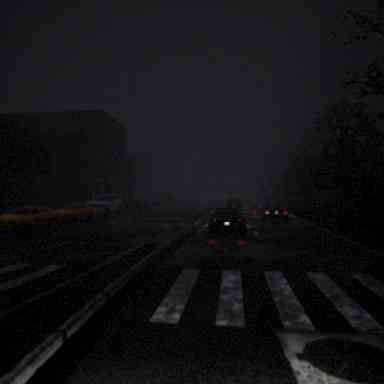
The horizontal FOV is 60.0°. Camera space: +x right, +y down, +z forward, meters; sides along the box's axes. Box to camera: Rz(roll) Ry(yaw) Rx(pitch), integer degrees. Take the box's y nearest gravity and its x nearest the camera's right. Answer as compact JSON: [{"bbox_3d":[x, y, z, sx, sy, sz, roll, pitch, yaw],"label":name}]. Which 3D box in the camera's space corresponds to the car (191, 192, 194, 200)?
[{"bbox_3d":[-1.476,1.243,80.066,2.185,1.767,4.553,0,0,8],"label":"car"}]

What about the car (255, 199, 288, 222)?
[{"bbox_3d":[6.281,1.504,25.882,2.033,1.411,5.357,0,0,8],"label":"car"}]

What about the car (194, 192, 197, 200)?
[{"bbox_3d":[-0.755,1.358,85.325,1.946,1.575,5.366,0,0,8],"label":"car"}]

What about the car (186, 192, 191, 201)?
[{"bbox_3d":[-2.255,1.373,74.377,1.946,1.575,5.366,0,0,8],"label":"car"}]

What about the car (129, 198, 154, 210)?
[{"bbox_3d":[-6.719,1.452,41.811,2.163,1.488,4.792,0,0,8],"label":"car"}]

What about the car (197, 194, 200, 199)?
[{"bbox_3d":[0.015,1.101,90.955,2.435,2.045,5.566,0,0,8],"label":"car"}]

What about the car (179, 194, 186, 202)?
[{"bbox_3d":[-3.242,1.387,67.576,2.231,1.521,4.892,0,0,9],"label":"car"}]

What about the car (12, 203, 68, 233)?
[{"bbox_3d":[-9.753,1.451,19.637,1.946,1.575,5.366,0,0,8],"label":"car"}]

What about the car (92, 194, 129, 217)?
[{"bbox_3d":[-8.213,1.187,30.866,2.435,2.045,5.566,0,0,8],"label":"car"}]

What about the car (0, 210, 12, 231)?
[{"bbox_3d":[-10.513,1.462,14.167,1.946,1.575,5.366,0,0,8],"label":"car"}]

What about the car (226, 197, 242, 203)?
[{"bbox_3d":[5.266,1.450,41.893,1.837,1.490,4.892,0,0,8],"label":"car"}]

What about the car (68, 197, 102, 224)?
[{"bbox_3d":[-9.003,1.444,25.111,1.946,1.575,5.366,0,0,8],"label":"car"}]

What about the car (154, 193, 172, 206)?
[{"bbox_3d":[-5.210,1.408,52.795,2.231,1.521,4.892,0,0,8],"label":"car"}]

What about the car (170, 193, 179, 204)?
[{"bbox_3d":[-4.467,1.148,58.235,2.435,2.045,5.566,0,0,8],"label":"car"}]

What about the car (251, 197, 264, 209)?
[{"bbox_3d":[8.833,1.452,44.068,1.812,1.442,4.674,0,0,8],"label":"car"}]

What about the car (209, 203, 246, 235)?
[{"bbox_3d":[2.022,1.547,18.686,1.994,1.385,4.181,0,0,8],"label":"car"}]
